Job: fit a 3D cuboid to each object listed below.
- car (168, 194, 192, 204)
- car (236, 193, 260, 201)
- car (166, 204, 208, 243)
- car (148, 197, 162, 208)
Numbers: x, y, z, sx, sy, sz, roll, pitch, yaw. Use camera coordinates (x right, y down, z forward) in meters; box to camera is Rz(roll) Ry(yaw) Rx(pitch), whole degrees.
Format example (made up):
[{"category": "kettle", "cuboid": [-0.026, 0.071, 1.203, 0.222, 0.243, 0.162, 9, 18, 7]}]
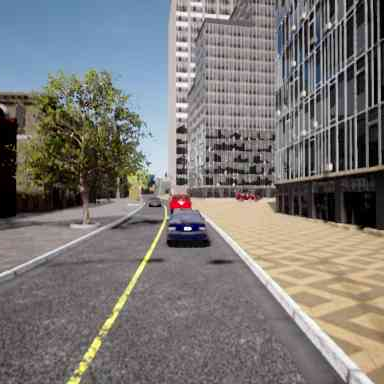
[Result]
[{"category": "car", "cuboid": [-1.221, 1.195, 34.224, 2.150, 2.045, 5.566, 0, 0, -4]}, {"category": "car", "cuboid": [11.590, 1.152, 68.746, 5.009, 1.841, 2.192, 0, -1, 13]}, {"category": "car", "cuboid": [-0.264, 1.538, 16.017, 2.033, 1.411, 5.357, 0, 0, -2]}, {"category": "car", "cuboid": [-5.304, 1.439, 47.598, 1.882, 1.535, 5.008, 0, 0, -6]}]
